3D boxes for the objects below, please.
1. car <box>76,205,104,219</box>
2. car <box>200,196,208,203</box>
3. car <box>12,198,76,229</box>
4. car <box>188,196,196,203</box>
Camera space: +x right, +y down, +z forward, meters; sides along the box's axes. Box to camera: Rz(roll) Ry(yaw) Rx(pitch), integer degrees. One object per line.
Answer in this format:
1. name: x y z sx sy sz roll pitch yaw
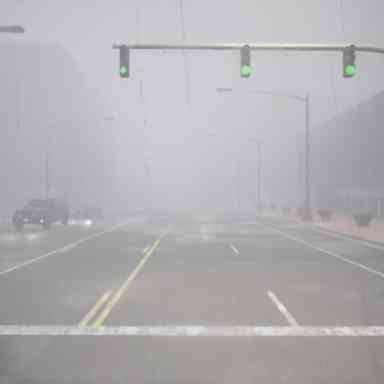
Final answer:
1. car: -10.569 2.003 34.018 1.895 1.301 4.718 0 -1 0
2. car: 3.514 2.238 92.903 1.812 1.442 4.674 0 1 0
3. car: -10.597 1.463 23.908 2.150 2.045 5.566 0 -1 -1
4. car: 0.014 2.071 92.870 2.097 1.767 4.553 0 1 0
